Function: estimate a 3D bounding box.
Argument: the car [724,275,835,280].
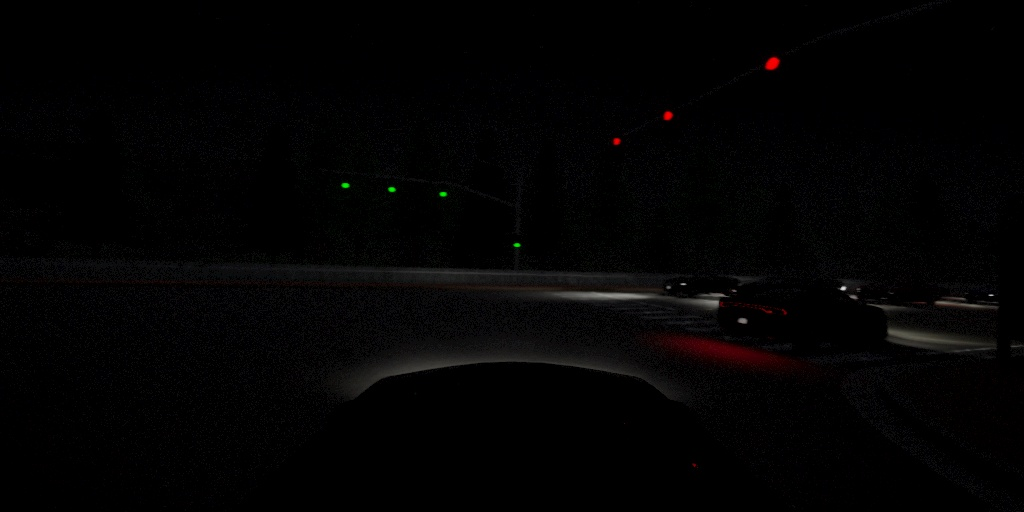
[{"bbox_3d":[14.534,1.858,19.426,5.357,1.411,2.033,2,0,-19],"label":"car"}]

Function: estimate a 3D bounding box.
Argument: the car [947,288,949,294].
[{"bbox_3d":[30.264,2.539,27.352,4.718,1.301,1.895,2,0,-9],"label":"car"}]

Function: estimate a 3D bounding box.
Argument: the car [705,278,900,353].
[{"bbox_3d":[7.846,1.500,9.656,5.008,1.535,1.882,2,-1,-23],"label":"car"}]

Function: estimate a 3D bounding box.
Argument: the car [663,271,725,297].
[{"bbox_3d":[11.720,1.702,22.156,4.902,1.511,2.128,2,0,-17],"label":"car"}]

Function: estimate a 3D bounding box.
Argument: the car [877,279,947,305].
[{"bbox_3d":[23.875,2.154,22.231,5.008,1.535,1.882,2,0,-16],"label":"car"}]

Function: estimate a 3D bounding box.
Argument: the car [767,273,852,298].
[{"bbox_3d":[20.628,2.052,24.917,4.902,1.511,2.128,2,0,-16],"label":"car"}]

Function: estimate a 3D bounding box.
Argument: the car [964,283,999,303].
[{"bbox_3d":[33.669,2.536,24.242,5.008,1.535,1.882,2,0,-4],"label":"car"}]
